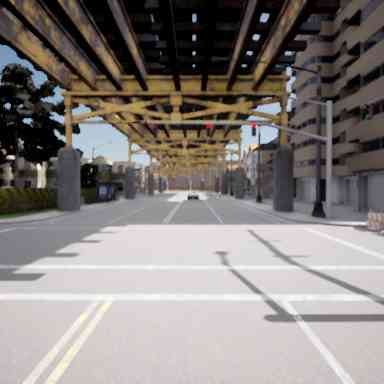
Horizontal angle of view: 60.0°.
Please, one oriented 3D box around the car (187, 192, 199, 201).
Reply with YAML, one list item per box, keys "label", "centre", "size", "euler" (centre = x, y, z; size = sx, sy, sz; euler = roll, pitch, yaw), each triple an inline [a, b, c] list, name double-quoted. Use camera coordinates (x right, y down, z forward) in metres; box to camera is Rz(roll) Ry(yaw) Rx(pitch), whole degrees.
- label: "car"
  centre: [0.175, 0.724, 53.191]
  size: [1.895, 1.301, 4.718]
  euler: [0, 1, 0]
